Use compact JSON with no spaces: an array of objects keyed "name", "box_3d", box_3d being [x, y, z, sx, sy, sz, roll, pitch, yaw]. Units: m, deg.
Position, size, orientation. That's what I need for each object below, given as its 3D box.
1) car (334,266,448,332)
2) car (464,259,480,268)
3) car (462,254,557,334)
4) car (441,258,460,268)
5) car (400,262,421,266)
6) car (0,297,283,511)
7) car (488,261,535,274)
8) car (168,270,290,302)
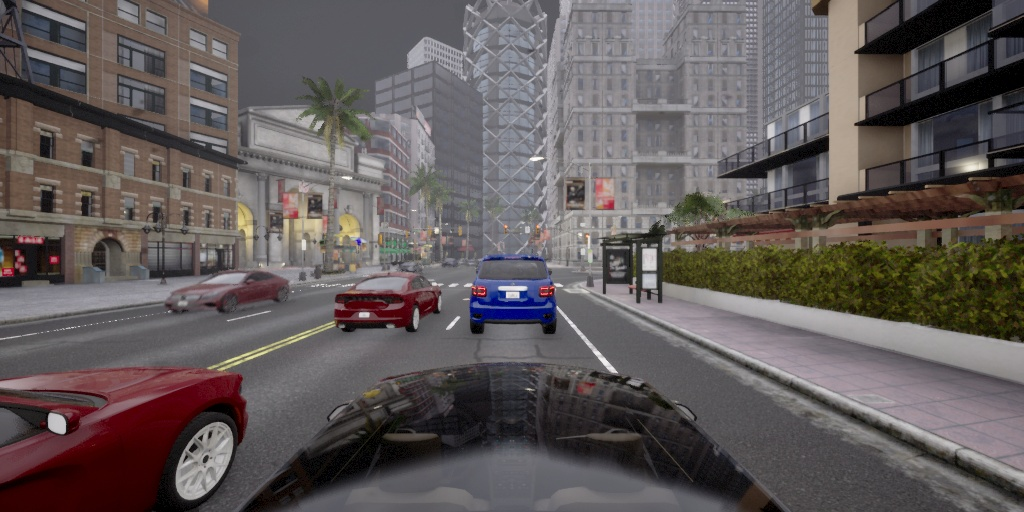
[{"name":"car","box_3d":[-3.441,1.228,10.873,1.882,1.535,5.008,0,0,0]},{"name":"car","box_3d":[-7.045,1.241,63.708,2.128,1.511,4.902,0,0,0]},{"name":"car","box_3d":[0.054,0.971,10.763,2.150,2.045,5.566,0,0,1]},{"name":"car","box_3d":[-10.558,1.101,60.737,2.097,1.767,4.553,0,0,0]},{"name":"car","box_3d":[-10.592,1.314,37.212,1.994,1.385,4.181,0,0,0]},{"name":"car","box_3d":[-3.390,1.228,1.294,1.882,1.535,5.008,0,0,0]},{"name":"car","box_3d":[-0.104,1.297,41.883,5.357,1.411,2.033,0,0,36]},{"name":"car","box_3d":[-10.598,1.275,13.872,1.812,1.442,4.674,0,0,0]}]
